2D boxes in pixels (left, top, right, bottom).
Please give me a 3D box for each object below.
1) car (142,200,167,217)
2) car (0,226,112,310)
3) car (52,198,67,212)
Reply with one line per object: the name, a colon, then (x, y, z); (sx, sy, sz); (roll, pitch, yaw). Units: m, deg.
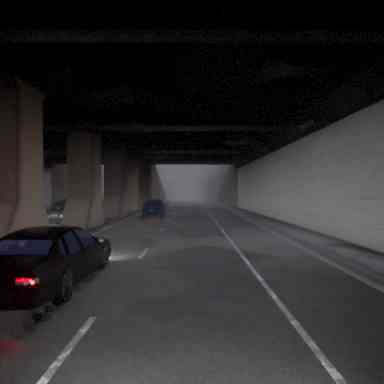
car: (-3.410, 1.429, 30.605); (1.882, 1.535, 5.008); (0, 0, 0)
car: (-3.409, 1.535, 8.027); (2.033, 1.411, 5.357); (0, 0, 0)
car: (-14.102, 1.434, 37.465); (2.128, 1.511, 4.902); (0, 0, 0)
